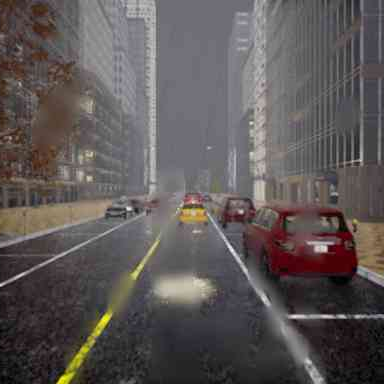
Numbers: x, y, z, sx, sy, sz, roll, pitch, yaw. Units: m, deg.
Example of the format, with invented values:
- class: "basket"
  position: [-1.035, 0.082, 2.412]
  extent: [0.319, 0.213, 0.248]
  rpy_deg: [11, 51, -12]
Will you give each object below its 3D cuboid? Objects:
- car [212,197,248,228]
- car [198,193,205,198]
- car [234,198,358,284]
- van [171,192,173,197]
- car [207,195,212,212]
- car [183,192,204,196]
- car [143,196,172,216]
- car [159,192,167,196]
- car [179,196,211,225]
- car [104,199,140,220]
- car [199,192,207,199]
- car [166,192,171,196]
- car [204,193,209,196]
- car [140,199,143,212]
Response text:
- class: "car"
  position: [2.685, 1.187, 20.725]
  extent: [2.192, 1.841, 5.009]
  rpy_deg: [0, 0, 0]
- class: "car"
  position: [2.653, 0.943, 94.721]
  extent: [1.802, 1.307, 4.206]
  rpy_deg: [0, 0, 0]
- class: "car"
  position: [2.690, 1.258, 9.341]
  extent: [2.192, 1.841, 5.009]
  rpy_deg: [0, 0, 0]
- class: "van"
  position: [-5.717, 0.867, 71.963]
  extent: [1.690, 1.788, 3.998]
  rpy_deg: [0, 0, 0]
- class: "car"
  position: [2.679, 1.323, 32.280]
  extent: [1.752, 1.417, 4.829]
  rpy_deg: [0, 0, 0]
- class: "car"
  position: [0.082, 0.956, 41.549]
  extent: [2.150, 2.045, 5.566]
  rpy_deg: [0, 0, 0]
- class: "car"
  position: [-3.108, 1.333, 30.731]
  extent: [1.812, 1.442, 4.674]
  rpy_deg: [0, 0, 0]
- class: "car"
  position: [-5.711, 1.196, 54.888]
  extent: [2.008, 1.369, 4.403]
  rpy_deg: [0, 0, 0]
- class: "car"
  position: [0.091, 1.315, 22.568]
  extent: [1.801, 1.575, 5.366]
  rpy_deg: [0, 0, 0]
- class: "car"
  position: [-5.699, 1.387, 26.427]
  extent: [2.008, 1.369, 4.403]
  rpy_deg: [0, 0, 0]
- class: "car"
  position: [2.659, 0.885, 83.336]
  extent: [1.967, 1.590, 4.097]
  rpy_deg: [0, 0, 0]
- class: "car"
  position: [-5.716, 1.111, 66.272]
  extent: [1.887, 1.381, 4.507]
  rpy_deg: [0, 0, 0]
- class: "car"
  position: [2.667, 1.172, 60.571]
  extent: [1.947, 1.339, 4.313]
  rpy_deg: [0, 0, 0]
- class: "car"
  position: [-5.702, 1.365, 32.120]
  extent: [1.947, 1.339, 4.313]
  rpy_deg: [0, 0, 0]
